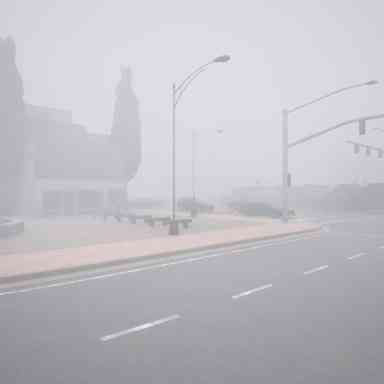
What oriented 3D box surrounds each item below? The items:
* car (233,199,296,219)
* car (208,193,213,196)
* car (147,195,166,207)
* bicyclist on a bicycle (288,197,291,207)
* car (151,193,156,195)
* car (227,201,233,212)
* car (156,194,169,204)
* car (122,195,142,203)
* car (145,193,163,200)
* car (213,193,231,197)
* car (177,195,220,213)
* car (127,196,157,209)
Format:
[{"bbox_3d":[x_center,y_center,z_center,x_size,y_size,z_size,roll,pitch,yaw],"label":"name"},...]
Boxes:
[{"bbox_3d":[6.587,1.547,29.871,2.033,1.411,5.357,0,0,-39],"label":"car"},{"bbox_3d":[0.034,1.352,43.100,2.097,1.767,4.553,0,0,-40],"label":"car"},{"bbox_3d":[-6.446,1.601,50.772,1.895,1.301,4.718,0,0,-40],"label":"car"},{"bbox_3d":[12.890,1.261,44.827,1.656,1.620,0.582,-7,4,-40],"label":"bicyclist on a bicycle"},{"bbox_3d":[-9.146,1.491,59.660,2.128,1.511,4.902,0,0,-40],"label":"car"},{"bbox_3d":[5.977,1.491,36.072,2.128,1.511,4.902,0,0,-40],"label":"car"},{"bbox_3d":[-6.065,1.564,61.442,1.994,1.385,4.181,0,0,-40],"label":"car"},{"bbox_3d":[-12.514,1.478,68.999,1.882,1.535,5.008,0,0,-40],"label":"car"},{"bbox_3d":[-10.018,1.153,88.037,4.605,1.855,1.932,0,0,-42],"label":"car"},{"bbox_3d":[6.873,1.395,69.050,3.806,1.475,1.970,0,0,-42],"label":"car"},{"bbox_3d":[0.395,1.478,37.256,1.882,1.535,5.008,0,0,-40],"label":"car"},{"bbox_3d":[-7.281,1.601,46.330,1.895,1.301,4.718,0,0,-40],"label":"car"}]
